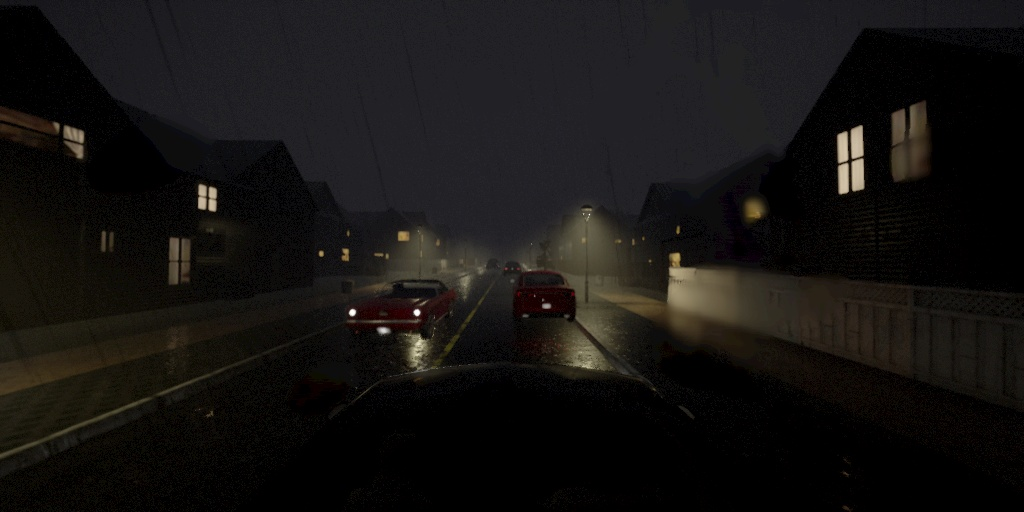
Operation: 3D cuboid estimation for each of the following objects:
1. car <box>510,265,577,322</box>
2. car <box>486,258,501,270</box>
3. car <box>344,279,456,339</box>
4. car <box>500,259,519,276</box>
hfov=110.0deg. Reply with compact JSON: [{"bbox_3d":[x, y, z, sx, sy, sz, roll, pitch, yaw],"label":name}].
[{"bbox_3d":[0.959,1.228,12.376,1.882,1.535,5.008,0,0,0],"label":"car"},{"bbox_3d":[-2.838,1.143,54.863,2.097,1.767,4.553,0,0,0],"label":"car"},{"bbox_3d":[-2.852,1.350,10.182,1.895,1.301,4.718,0,0,0],"label":"car"},{"bbox_3d":[0.061,1.313,37.752,2.033,1.411,5.357,0,0,0],"label":"car"}]
